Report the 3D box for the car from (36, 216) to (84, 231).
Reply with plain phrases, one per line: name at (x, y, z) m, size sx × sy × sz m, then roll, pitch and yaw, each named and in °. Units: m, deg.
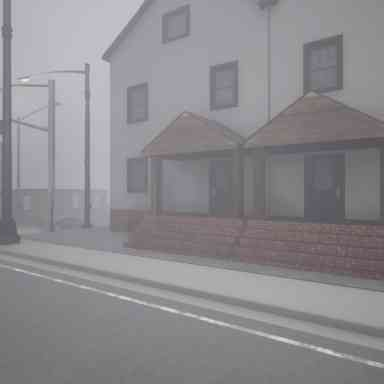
car at (-12.079, 3.010, 31.271) m, size 1.837 × 1.490 × 4.892 m, roll 0°, pitch -9°, yaw 36°
